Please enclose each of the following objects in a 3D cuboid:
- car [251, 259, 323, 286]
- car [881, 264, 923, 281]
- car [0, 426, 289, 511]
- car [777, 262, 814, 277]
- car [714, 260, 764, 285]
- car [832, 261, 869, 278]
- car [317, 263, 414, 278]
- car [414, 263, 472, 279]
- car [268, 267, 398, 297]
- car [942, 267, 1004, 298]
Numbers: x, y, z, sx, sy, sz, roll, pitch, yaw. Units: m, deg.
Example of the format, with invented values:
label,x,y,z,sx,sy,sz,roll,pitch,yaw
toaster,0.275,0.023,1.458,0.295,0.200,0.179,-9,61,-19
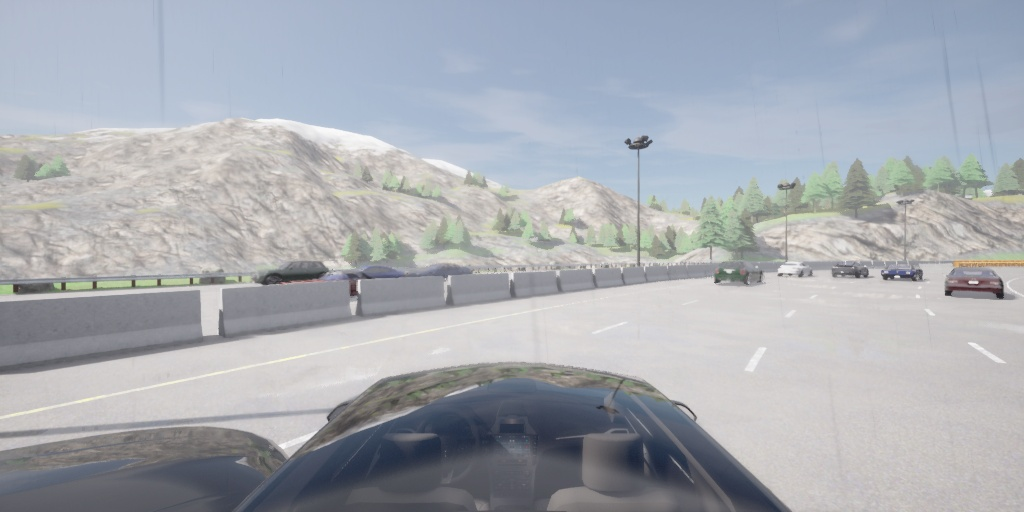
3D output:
label,x,y,z,sx,sy,sz,roll,pitch,yaw
car,-14.876,1.102,24.362,2.097,1.767,4.553,0,0,41
car,32.315,1.351,29.658,4.718,1.301,1.895,0,0,-35
car,-2.981,1.255,0.466,4.892,1.490,1.837,0,0,-45
car,27.383,1.276,34.685,4.674,1.442,1.812,0,0,-37
car,16.521,1.102,26.020,4.553,1.767,2.097,0,0,-41
car,31.383,1.241,33.268,4.902,1.511,2.128,0,0,-35
car,-8.464,1.275,21.107,1.812,1.442,4.674,0,0,41
car,-5.759,1.297,29.244,2.033,1.411,5.357,0,0,44
car,-7.969,1.351,16.359,1.895,1.301,4.718,0,0,41
car,23.946,1.298,18.653,5.357,1.411,2.033,0,0,-39
